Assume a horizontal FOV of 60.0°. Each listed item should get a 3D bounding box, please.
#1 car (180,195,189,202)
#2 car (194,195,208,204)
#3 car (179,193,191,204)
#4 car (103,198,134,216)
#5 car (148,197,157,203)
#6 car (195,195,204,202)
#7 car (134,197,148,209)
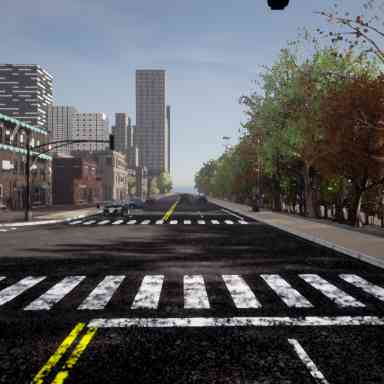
[{"bbox_3d":[-1.703,1.447,74.225,1.882,1.535,5.008,0,0,-1],"label":"car"},{"bbox_3d":[1.891,1.454,62.864,1.882,1.535,5.008,0,0,-1],"label":"car"},{"bbox_3d":[-1.376,1.197,63.643,2.150,2.045,5.566,0,0,-1],"label":"car"},{"bbox_3d":[-7.350,1.481,32.609,2.128,1.511,4.902,0,0,-1],"label":"car"},{"bbox_3d":[-8.033,1.576,65.377,1.895,1.301,4.718,0,0,-1],"label":"car"},{"bbox_3d":[1.555,1.471,72.970,1.837,1.490,4.892,0,0,-1],"label":"car"},{"bbox_3d":[-7.639,1.531,44.705,2.033,1.411,5.357,0,0,-1],"label":"car"}]
